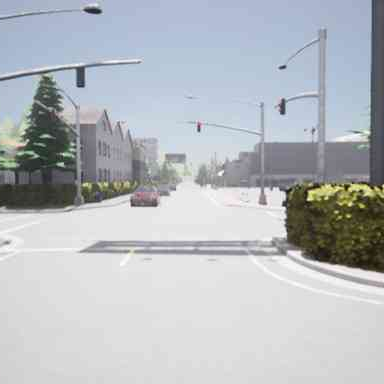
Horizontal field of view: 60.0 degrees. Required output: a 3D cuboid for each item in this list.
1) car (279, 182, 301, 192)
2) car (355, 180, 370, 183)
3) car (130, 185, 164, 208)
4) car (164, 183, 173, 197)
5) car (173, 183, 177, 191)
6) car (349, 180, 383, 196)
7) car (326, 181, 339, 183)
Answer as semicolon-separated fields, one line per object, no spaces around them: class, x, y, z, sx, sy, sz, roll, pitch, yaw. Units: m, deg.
car;15.059;-0.688;52.406;2.007;1.523;4.514;-1;2;-1
car;18.880;-0.267;34.566;1.905;1.878;3.866;-1;2;-1
car;-3.795;0.277;27.569;2.097;1.767;4.553;-1;2;0
car;-3.897;-0.182;43.820;1.837;1.490;4.892;-1;2;0
car;-3.940;-0.946;63.294;1.882;1.535;5.008;0;2;0
car;22.093;-0.573;42.459;1.932;1.855;4.605;-1;2;-1
car;25.067;-1.201;59.860;2.152;1.636;5.027;-1;2;-1
